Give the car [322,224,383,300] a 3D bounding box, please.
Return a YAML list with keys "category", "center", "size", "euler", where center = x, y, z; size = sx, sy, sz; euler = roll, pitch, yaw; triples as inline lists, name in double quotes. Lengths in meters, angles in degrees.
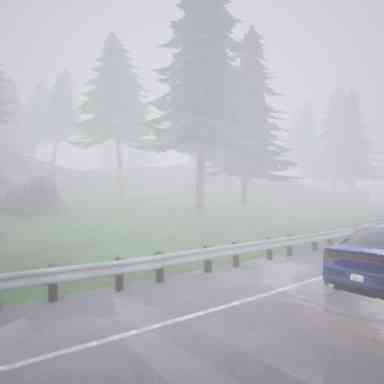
- category: "car"
  center: [5.073, 1.496, 7.997]
  size: [5.008, 1.535, 1.882]
  euler: [0, 0, -40]
